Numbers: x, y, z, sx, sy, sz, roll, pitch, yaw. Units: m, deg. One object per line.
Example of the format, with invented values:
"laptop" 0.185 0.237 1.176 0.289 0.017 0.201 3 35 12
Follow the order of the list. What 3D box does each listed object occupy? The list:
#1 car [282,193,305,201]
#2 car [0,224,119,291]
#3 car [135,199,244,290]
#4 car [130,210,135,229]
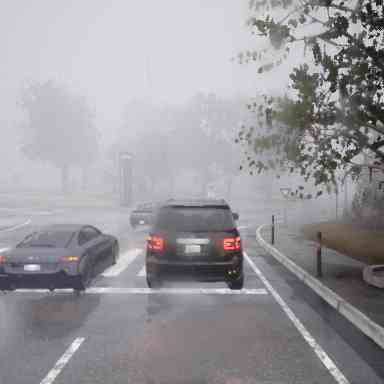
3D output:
"car" 17.946 0.790 59.091 1.895 1.301 4.718 0 2 -14
"car" -3.311 1.541 8.943 1.994 1.385 4.181 0 0 0
"car" 0.147 1.198 9.232 2.150 2.045 5.566 0 0 3
"car" -2.122 1.374 20.241 2.128 1.511 4.902 0 1 13
